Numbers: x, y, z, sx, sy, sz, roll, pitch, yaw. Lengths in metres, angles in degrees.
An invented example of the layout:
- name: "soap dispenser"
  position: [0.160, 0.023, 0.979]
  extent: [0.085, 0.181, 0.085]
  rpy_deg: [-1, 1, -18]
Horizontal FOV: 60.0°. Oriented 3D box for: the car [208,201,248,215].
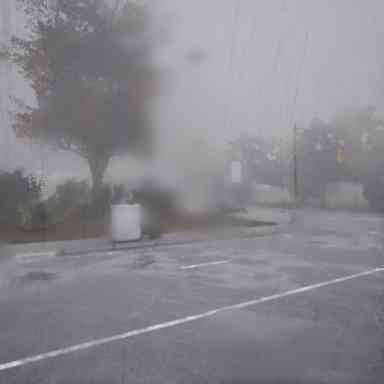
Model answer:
- name: "car"
  position: [3.973, 1.790, 38.158]
  extent: [2.033, 1.411, 5.357]
  rpy_deg: [1, 0, -34]
